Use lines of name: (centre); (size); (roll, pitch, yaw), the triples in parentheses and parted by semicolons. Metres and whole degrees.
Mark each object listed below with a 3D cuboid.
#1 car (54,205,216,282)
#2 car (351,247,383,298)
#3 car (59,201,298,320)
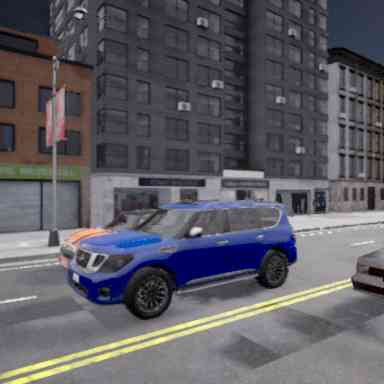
car: (-1.683, 1.373, 10.466); (4.553, 1.767, 2.097); (0, 0, -35)
car: (5.760, 1.588, 7.545); (5.357, 1.411, 2.033); (0, 0, -35)
car: (0.111, 1.242, 7.755); (5.566, 2.045, 2.150); (0, 0, -35)
